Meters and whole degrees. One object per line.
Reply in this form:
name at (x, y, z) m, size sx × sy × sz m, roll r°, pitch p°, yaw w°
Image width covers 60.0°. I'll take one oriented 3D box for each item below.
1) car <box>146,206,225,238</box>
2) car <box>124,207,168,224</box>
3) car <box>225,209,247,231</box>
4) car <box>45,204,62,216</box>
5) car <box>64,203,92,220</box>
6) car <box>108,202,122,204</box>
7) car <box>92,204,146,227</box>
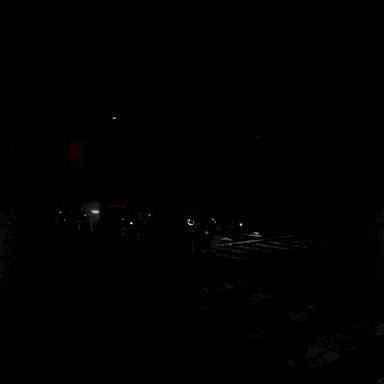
car at (-0.536, 1.636, 19.597) m, size 2.097 × 1.767 × 4.553 m, roll 0°, pitch -1°, yaw -36°
car at (-4.260, 2.082, 30.224) m, size 1.895 × 1.301 × 4.718 m, roll 0°, pitch -1°, yaw -36°
car at (1.567, 1.800, 22.231) m, size 1.837 × 1.490 × 4.892 m, roll 0°, pitch -1°, yaw -36°
car at (-17.771, 2.331, 43.307) m, size 2.128 × 1.511 × 4.902 m, roll 0°, pitch -1°, yaw -36°
car at (-11.945, 2.214, 35.266) m, size 1.994 × 1.385 × 4.181 m, roll 0°, pitch -1°, yaw -35°
car at (-10.479, 2.230, 38.764) m, size 2.033 × 1.411 × 5.357 m, roll 0°, pitch -1°, yaw -36°
car at (-6.111, 2.009, 27.252) m, size 2.033 × 1.411 × 5.357 m, roll 0°, pitch -1°, yaw -35°
